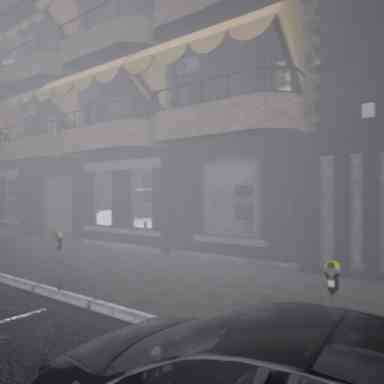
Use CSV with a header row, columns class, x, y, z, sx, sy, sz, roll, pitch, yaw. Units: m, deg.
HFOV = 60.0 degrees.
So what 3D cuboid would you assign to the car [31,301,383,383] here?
class,x,y,z,sx,sy,sz,roll,pitch,yaw
car,0.586,1.573,2.457,4.313,1.339,1.947,-1,0,36
